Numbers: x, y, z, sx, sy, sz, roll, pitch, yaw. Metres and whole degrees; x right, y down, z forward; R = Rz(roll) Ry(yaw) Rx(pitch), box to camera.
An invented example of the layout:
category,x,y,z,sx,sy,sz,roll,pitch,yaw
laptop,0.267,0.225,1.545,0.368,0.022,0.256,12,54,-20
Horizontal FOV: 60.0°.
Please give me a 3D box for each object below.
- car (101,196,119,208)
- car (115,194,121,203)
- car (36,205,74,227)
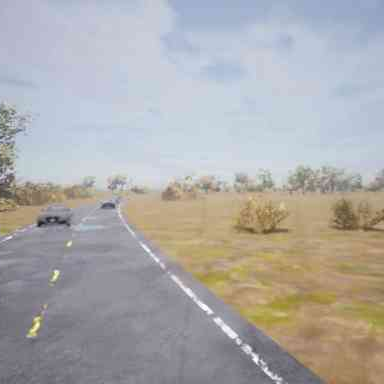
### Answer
category,x,y,z,sx,sy,sz,roll,pitch,yaw
car,-11.607,1.592,46.503,1.895,1.301,4.718,0,0,-12
car,-15.220,1.537,65.432,2.033,1.411,5.357,0,0,-8
car,-9.192,1.565,22.625,1.994,1.385,4.181,0,0,-15
